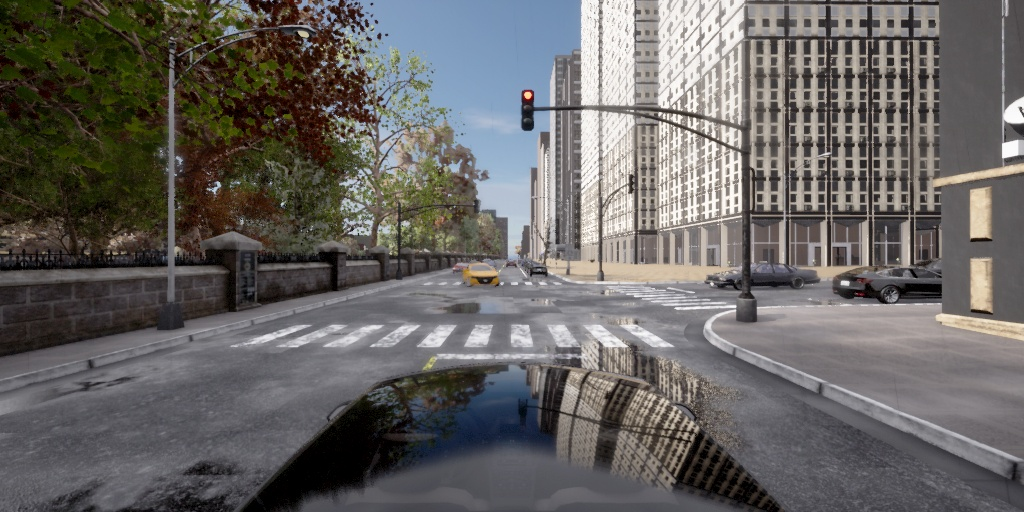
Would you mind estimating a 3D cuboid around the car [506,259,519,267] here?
[{"bbox_3d":[-0.103,1.320,65.347,1.812,1.442,4.674,0,0,0],"label":"car"}]

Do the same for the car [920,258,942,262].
[{"bbox_3d":[23.433,0.840,19.408,4.892,1.490,1.837,-1,0,-1],"label":"car"}]

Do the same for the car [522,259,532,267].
[{"bbox_3d":[2.560,1.335,41.716,1.948,1.339,4.313,0,0,0],"label":"car"}]

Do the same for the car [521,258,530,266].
[{"bbox_3d":[2.542,1.339,47.348,1.948,1.339,4.313,0,0,0],"label":"car"}]

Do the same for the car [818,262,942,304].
[{"bbox_3d":[14.647,1.026,13.540,4.313,1.339,1.948,0,0,0],"label":"car"}]

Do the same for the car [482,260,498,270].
[{"bbox_3d":[-3.259,1.327,53.462,2.033,1.411,5.357,0,0,0],"label":"car"}]

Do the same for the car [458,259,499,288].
[{"bbox_3d":[-2.247,1.235,24.317,1.882,1.535,5.008,0,0,-15],"label":"car"}]

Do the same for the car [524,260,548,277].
[{"bbox_3d":[2.578,1.331,36.083,1.948,1.339,4.313,0,0,0],"label":"car"}]

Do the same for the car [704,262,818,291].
[{"bbox_3d":[13.391,1.054,19.310,5.357,1.411,2.033,-1,0,-1],"label":"car"}]

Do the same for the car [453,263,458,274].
[{"bbox_3d":[-5.820,1.351,41.688,1.802,1.307,4.207,0,0,0],"label":"car"}]
